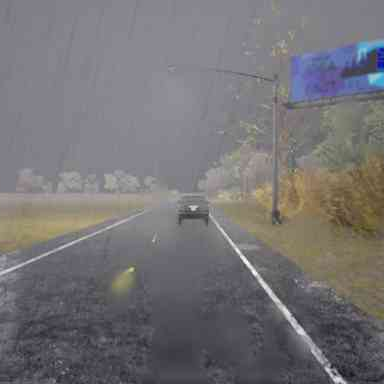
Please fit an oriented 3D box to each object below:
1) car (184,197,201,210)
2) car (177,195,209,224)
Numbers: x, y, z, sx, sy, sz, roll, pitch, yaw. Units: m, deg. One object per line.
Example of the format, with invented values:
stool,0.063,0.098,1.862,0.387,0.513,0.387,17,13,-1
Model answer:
car,0.094,1.485,43.146,2.128,1.511,4.902,0,0,0
car,0.097,1.218,24.625,2.150,2.045,5.566,0,0,0
